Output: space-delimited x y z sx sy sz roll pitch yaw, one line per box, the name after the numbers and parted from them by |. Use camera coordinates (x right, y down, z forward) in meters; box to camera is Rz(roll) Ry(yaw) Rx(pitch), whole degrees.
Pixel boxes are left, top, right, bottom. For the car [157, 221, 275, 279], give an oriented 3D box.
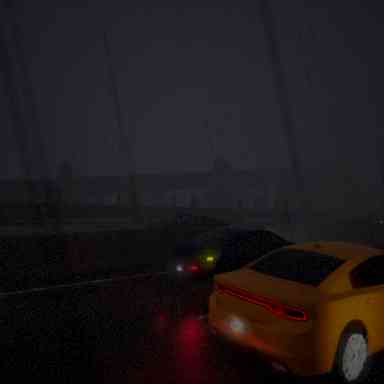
1.581 1.686 9.177 4.674 1.442 1.812 3 -2 -35 | car

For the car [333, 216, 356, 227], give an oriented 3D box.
18.417 3.488 38.520 4.718 1.301 1.895 4 -2 -36 | car

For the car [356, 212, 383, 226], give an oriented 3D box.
20.446 3.132 35.668 5.566 2.045 2.150 4 -2 -35 | car

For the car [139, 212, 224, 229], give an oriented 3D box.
-0.319 1.783 16.618 4.902 1.511 2.128 4 -2 -35 | car

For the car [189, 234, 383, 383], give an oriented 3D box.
2.580 1.593 5.590 5.008 1.535 1.882 2 -1 -36 | car
